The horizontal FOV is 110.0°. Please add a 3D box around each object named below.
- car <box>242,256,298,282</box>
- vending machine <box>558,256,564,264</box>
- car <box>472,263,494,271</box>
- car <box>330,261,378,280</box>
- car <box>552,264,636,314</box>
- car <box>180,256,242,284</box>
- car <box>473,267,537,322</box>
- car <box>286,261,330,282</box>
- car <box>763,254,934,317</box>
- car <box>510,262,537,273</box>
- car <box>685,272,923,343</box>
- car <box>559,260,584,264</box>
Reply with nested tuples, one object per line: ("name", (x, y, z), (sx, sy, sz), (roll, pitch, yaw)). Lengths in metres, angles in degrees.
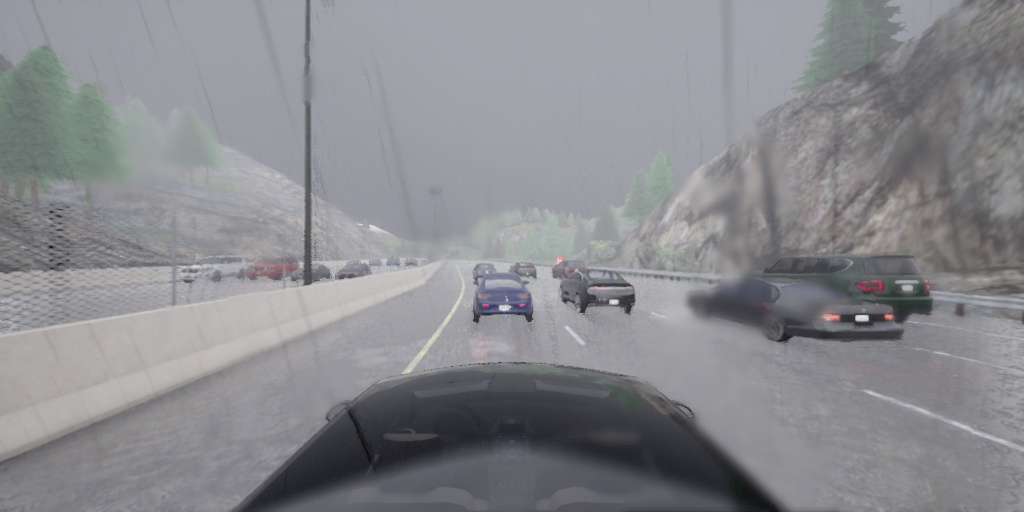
("car", (-20.304, 1.048, 30.929), (2.150, 2.045, 5.566), (0, 0, -9))
("vending machine", (8.270, 0.989, 60.828), (1.100, 2.100, 0.880), (0, 0, -9))
("car", (-2.342, 1.334, 30.596), (2.033, 1.411, 5.357), (0, 0, -9))
("car", (-13.085, 1.359, 30.139), (2.033, 1.411, 5.357), (0, 0, -9))
("car", (3.075, 1.247, 13.747), (2.128, 1.511, 4.902), (0, 0, -4))
("car", (-23.479, 1.054, 28.619), (2.150, 2.045, 5.566), (0, 0, -9))
("car", (-0.359, 1.288, 12.344), (1.812, 1.442, 4.674), (0, 0, -4))
("car", (-16.599, 1.345, 29.930), (1.812, 1.442, 4.674), (0, 0, -9))
("car", (10.206, 0.959, 12.056), (2.150, 2.045, 5.566), (0, 0, -3))
("car", (0.937, 1.272, 32.059), (2.128, 1.511, 4.902), (0, 0, -9))
("car", (6.848, 1.290, 9.648), (2.033, 1.411, 5.357), (0, 0, -3))
("car", (4.776, 1.121, 30.035), (2.097, 1.767, 4.553), (0, 0, -8))
